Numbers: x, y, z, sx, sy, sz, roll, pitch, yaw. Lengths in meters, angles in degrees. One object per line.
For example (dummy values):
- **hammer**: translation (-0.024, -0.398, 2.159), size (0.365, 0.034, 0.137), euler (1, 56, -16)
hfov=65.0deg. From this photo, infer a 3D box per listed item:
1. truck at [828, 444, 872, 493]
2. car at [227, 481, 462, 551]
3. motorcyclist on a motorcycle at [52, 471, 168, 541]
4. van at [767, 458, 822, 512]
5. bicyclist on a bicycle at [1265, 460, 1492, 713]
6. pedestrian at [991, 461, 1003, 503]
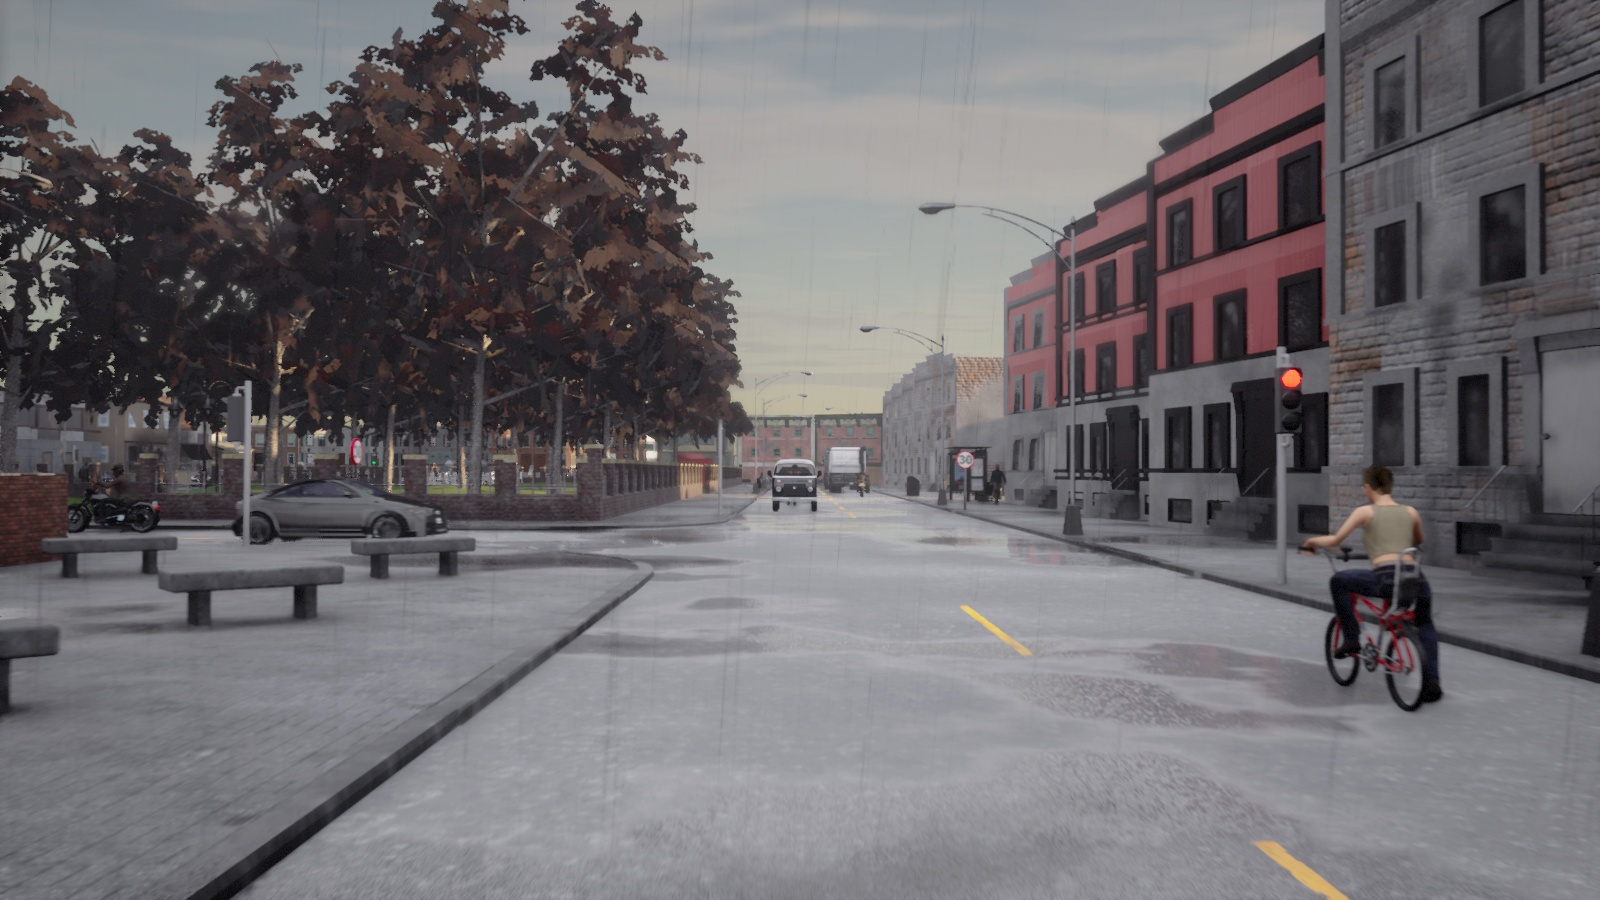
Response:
- **truck**: translation (3.611, 1.372, 93.117), size (2.891, 3.462, 7.936), euler (0, -1, 0)
- **car**: translation (-9.427, 1.354, 26.224), size (4.181, 1.385, 1.994), euler (0, -1, 0)
- **motorcyclist on a motorcycle**: translation (-16.606, 1.337, 30.268), size (2.350, 1.649, 0.766), euler (0, -1, -2)
- **van**: translation (-0.191, 1.368, 49.663), size (2.069, 2.038, 4.480), euler (0, -1, 0)
- **bicyclist on a bicycle**: translation (3.974, 0.882, 8.779), size (0.866, 1.612, 1.509), euler (0, -1, 0)
- **pedestrian**: translation (8.766, 1.422, 55.916), size (0.402, 1.842, 0.726), euler (0, -1, 2)
